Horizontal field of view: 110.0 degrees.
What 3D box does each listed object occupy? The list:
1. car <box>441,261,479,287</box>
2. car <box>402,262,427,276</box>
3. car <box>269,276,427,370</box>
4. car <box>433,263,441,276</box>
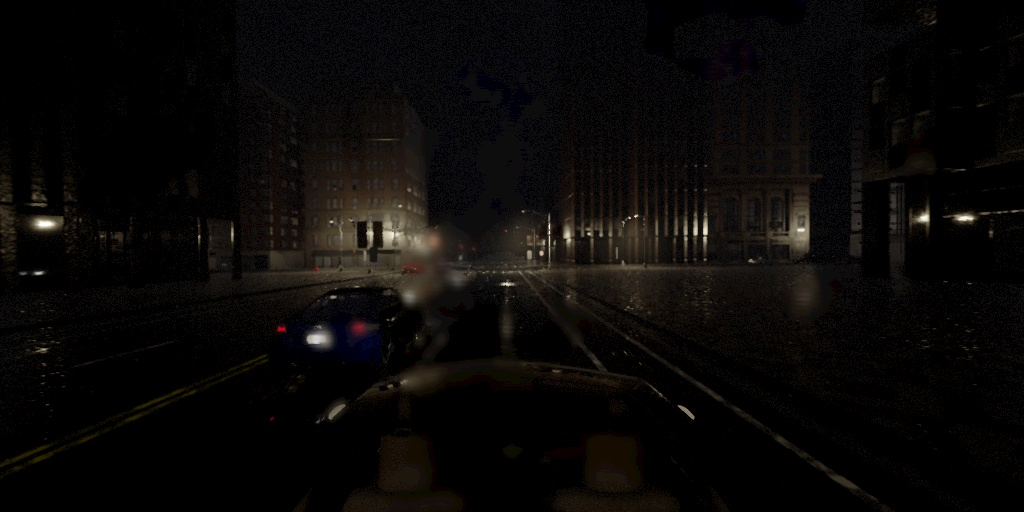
[{"bbox_3d":[-3.484,1.319,25.091,1.812,1.442,4.674,-1,0,-1],"label":"car"},{"bbox_3d":[-10.348,1.396,38.391,1.812,1.442,4.674,-1,0,0],"label":"car"},{"bbox_3d":[-3.215,1.342,7.897,1.994,1.385,4.181,-1,0,-1],"label":"car"},{"bbox_3d":[-7.099,1.407,38.400,1.994,1.385,4.181,-1,0,0],"label":"car"}]
